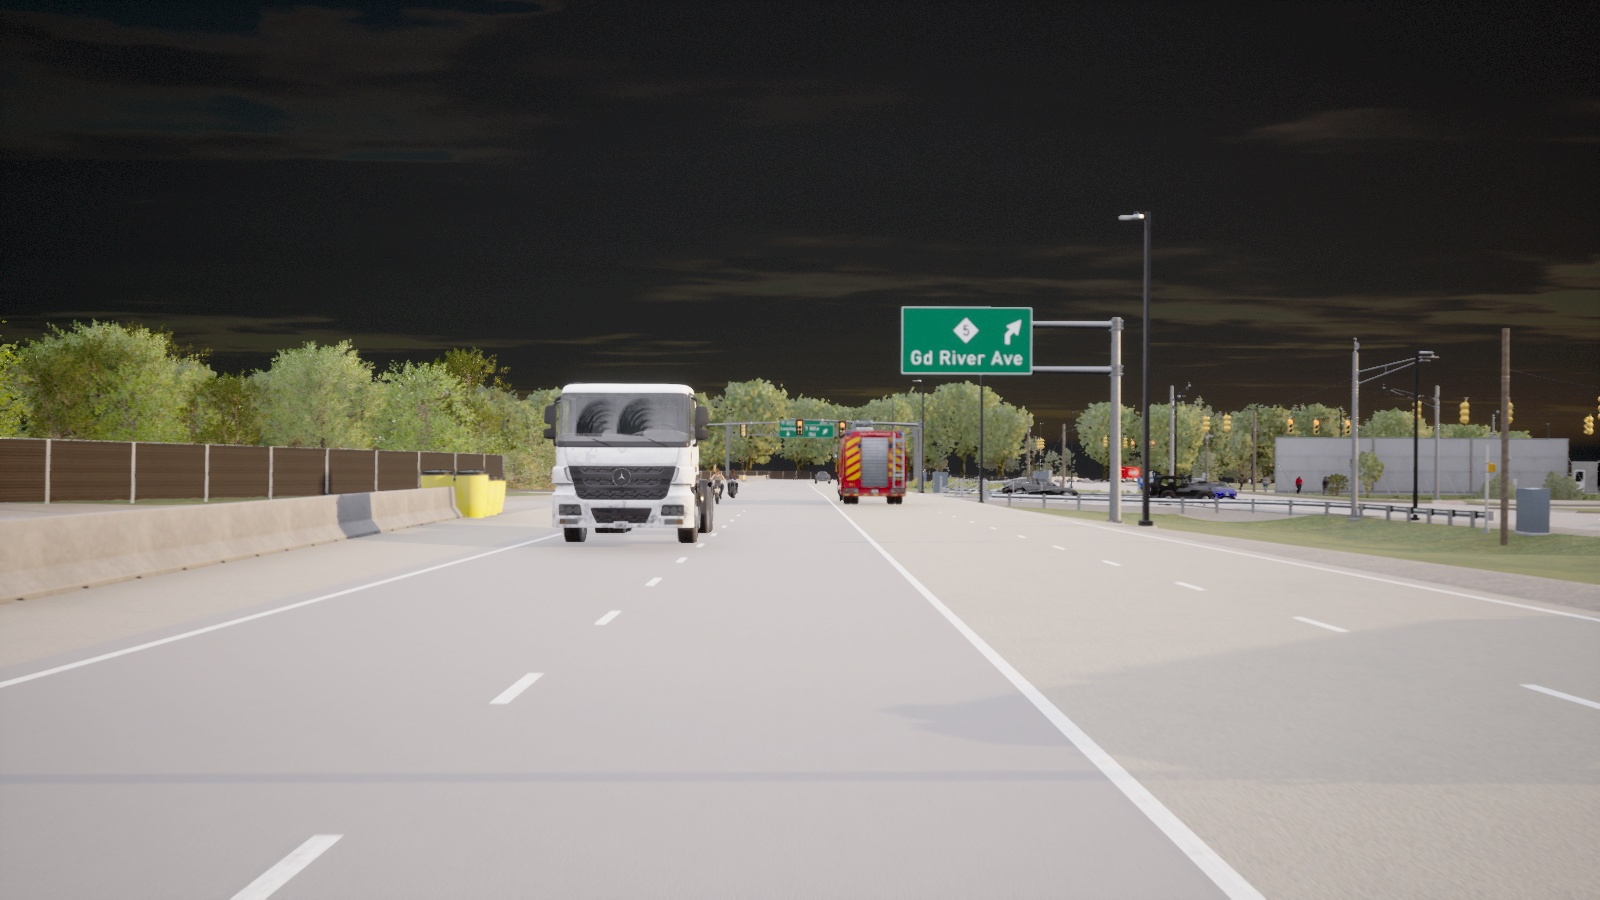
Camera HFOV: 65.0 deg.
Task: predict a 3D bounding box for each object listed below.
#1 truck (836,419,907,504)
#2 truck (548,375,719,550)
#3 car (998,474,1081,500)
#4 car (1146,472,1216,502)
[{"bbox_3d":[3.354,0.600,60.915,2.891,3.827,8.468,0,-1,0],"label":"truck"},{"bbox_3d":[-3.571,0.312,28.967,2.891,3.462,7.936,0,-1,0],"label":"truck"},{"bbox_3d":[15.129,2.347,79.470,4.792,1.488,2.163,2,-1,0],"label":"car"},{"bbox_3d":[24.091,2.338,79.500,3.866,1.878,1.905,0,-1,0],"label":"car"}]
